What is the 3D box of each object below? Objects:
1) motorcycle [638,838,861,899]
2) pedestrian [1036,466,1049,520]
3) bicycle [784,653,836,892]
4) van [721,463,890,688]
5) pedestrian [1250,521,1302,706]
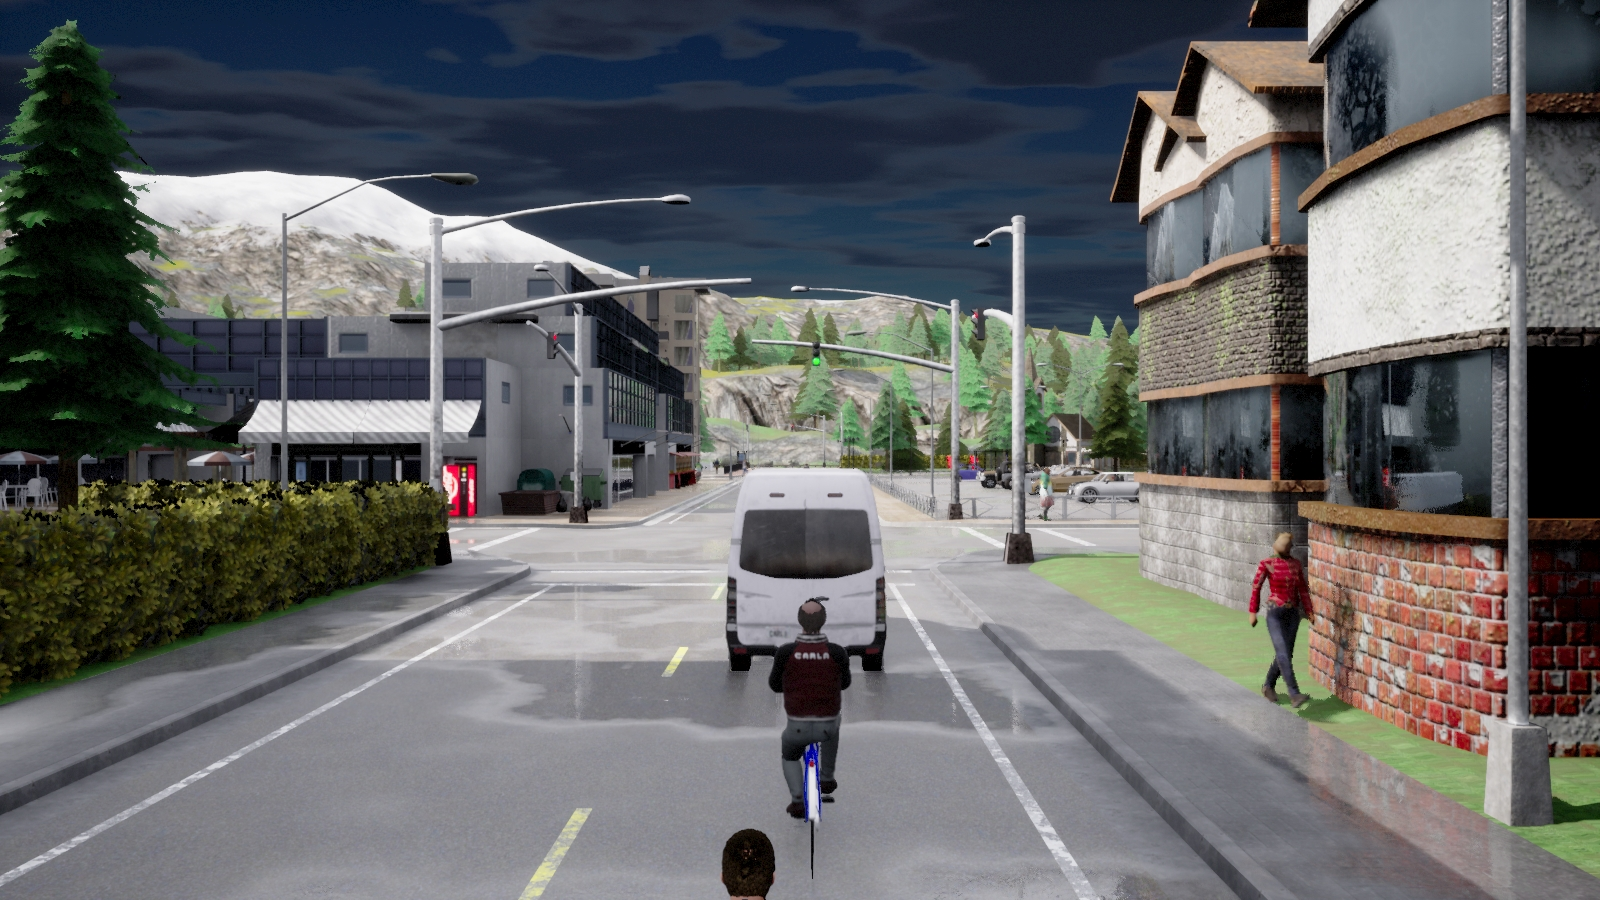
[{"bbox_3d":[-0.197,2.193,3.741,0.803,1.145,2.033,0,0,2],"label":"motorcycle"},{"bbox_3d":[8.419,1.500,39.646,0.375,1.860,0.375,0,0,4],"label":"pedestrian"},{"bbox_3d":[0.066,2.191,8.099,0.329,1.171,1.835,0,0,0],"label":"bicycle"},{"bbox_3d":[0.085,1.515,16.416,1.988,2.561,5.915,0,0,0],"label":"van"},{"bbox_3d":[4.918,1.677,11.811,0.375,1.860,0.375,0,0,0],"label":"pedestrian"}]
